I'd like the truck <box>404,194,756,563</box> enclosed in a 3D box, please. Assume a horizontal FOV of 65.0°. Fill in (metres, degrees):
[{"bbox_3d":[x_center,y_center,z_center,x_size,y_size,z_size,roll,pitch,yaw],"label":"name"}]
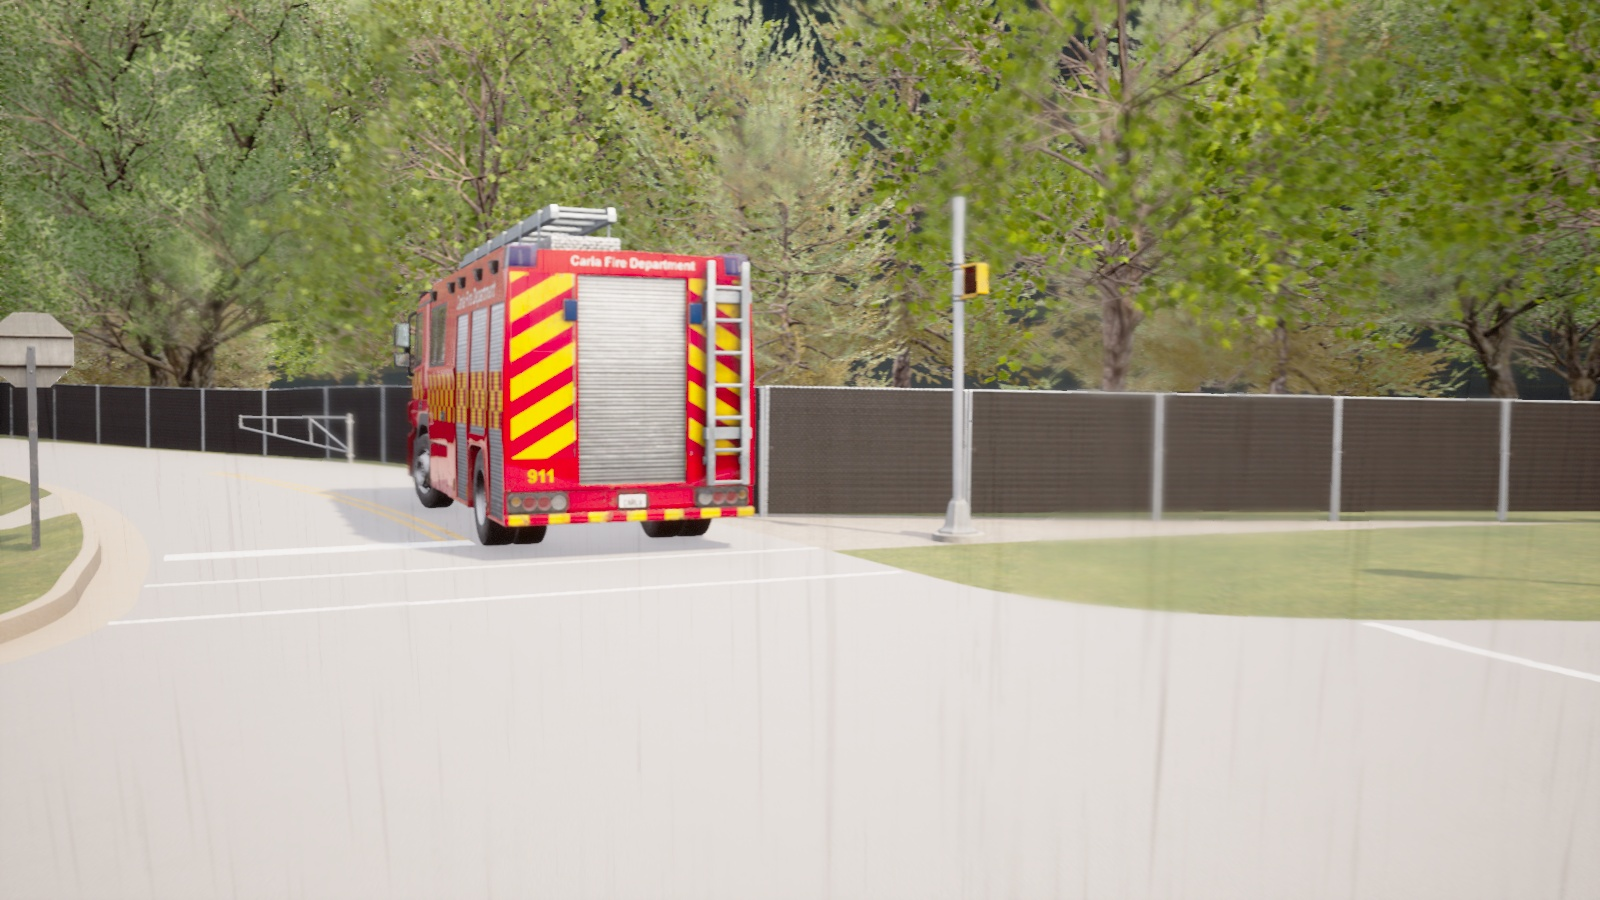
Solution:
[{"bbox_3d":[-3.526,-0.949,17.510,2.891,3.827,8.468,-1,3,-24],"label":"truck"}]
